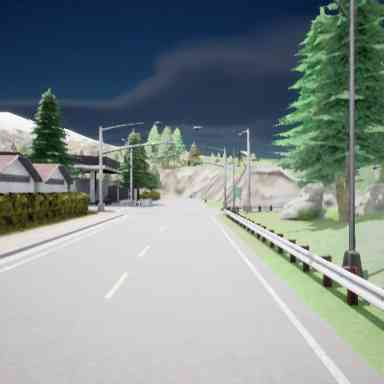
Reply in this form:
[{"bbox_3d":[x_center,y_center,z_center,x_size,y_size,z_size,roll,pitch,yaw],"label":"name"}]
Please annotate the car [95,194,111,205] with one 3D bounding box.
[{"bbox_3d":[-14.525,1.229,54.820,1.905,1.878,3.866,0,0,-1],"label":"car"}]
